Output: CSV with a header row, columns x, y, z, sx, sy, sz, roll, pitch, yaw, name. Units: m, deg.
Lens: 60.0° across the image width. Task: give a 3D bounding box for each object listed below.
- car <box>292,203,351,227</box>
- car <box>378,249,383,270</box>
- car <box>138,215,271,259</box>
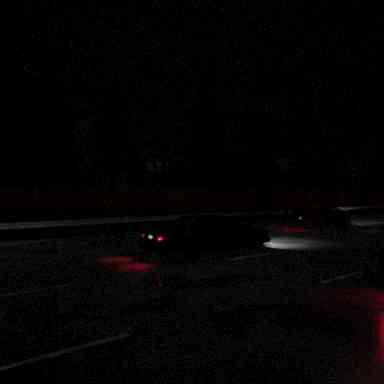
x,y,z,sx,sy,sz,roll,pitch,yaw,name
9.082,1.531,23.108,5.008,1.535,1.882,0,0,-35,car
6.912,1.613,8.673,4.718,1.301,1.895,0,0,-35,car
0.638,1.588,12.800,5.357,1.411,2.033,0,0,-35,car
